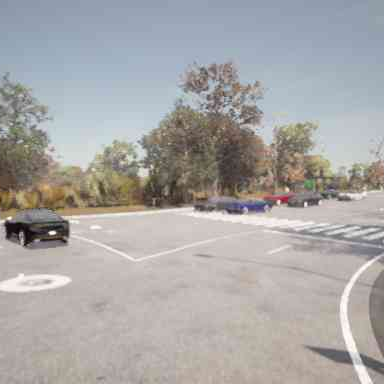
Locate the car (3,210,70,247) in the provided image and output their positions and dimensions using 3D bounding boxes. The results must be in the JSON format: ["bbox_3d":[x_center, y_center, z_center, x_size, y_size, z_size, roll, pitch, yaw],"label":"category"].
[{"bbox_3d":[-7.552,1.579,15.962,1.882,1.535,5.008,0,0,-42],"label":"car"}]

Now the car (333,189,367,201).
[{"bbox_3d":[20.261,0.435,42.210,4.718,1.301,1.895,-3,3,-40],"label":"car"}]

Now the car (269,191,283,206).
[{"bbox_3d":[10.123,0.631,38.148,5.008,1.535,1.882,-3,3,-40],"label":"car"}]

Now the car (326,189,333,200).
[{"bbox_3d":[18.743,0.308,45.498,4.718,1.301,1.895,-3,3,-40],"label":"car"}]

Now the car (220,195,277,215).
[{"bbox_3d":[4.989,1.199,29.166,4.718,1.301,1.895,-2,3,-41],"label":"car"}]

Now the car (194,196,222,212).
[{"bbox_3d":[2.676,1.058,31.789,5.357,1.411,2.033,-2,3,-41],"label":"car"}]

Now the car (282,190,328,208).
[{"bbox_3d":[11.994,0.767,35.151,4.892,1.490,1.837,-3,3,-40],"label":"car"}]
